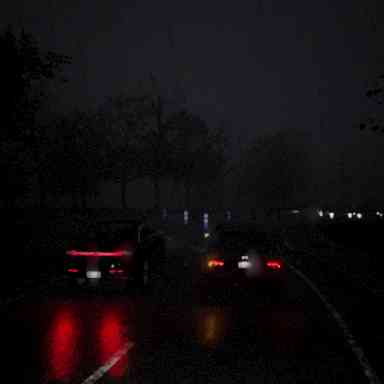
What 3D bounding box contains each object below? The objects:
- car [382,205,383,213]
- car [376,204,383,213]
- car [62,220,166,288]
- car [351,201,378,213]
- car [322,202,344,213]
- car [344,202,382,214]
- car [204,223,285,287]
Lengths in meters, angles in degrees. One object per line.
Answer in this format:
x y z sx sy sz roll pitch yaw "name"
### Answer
30.547 2.681 51.130 4.181 1.385 1.994 3 -2 -39 "car"
34.693 2.946 58.928 4.892 1.490 1.837 3 -2 -39 "car"
-1.904 1.538 9.413 2.128 1.511 4.902 0 0 4 "car"
27.605 2.443 53.230 4.553 1.767 2.097 3 -2 -39 "car"
20.494 2.220 47.515 5.008 1.535 1.882 3 -2 -38 "car"
23.383 2.312 45.342 5.357 1.411 2.033 3 -2 -39 "car"
1.323 1.599 9.530 2.033 1.411 5.357 0 0 5 "car"
